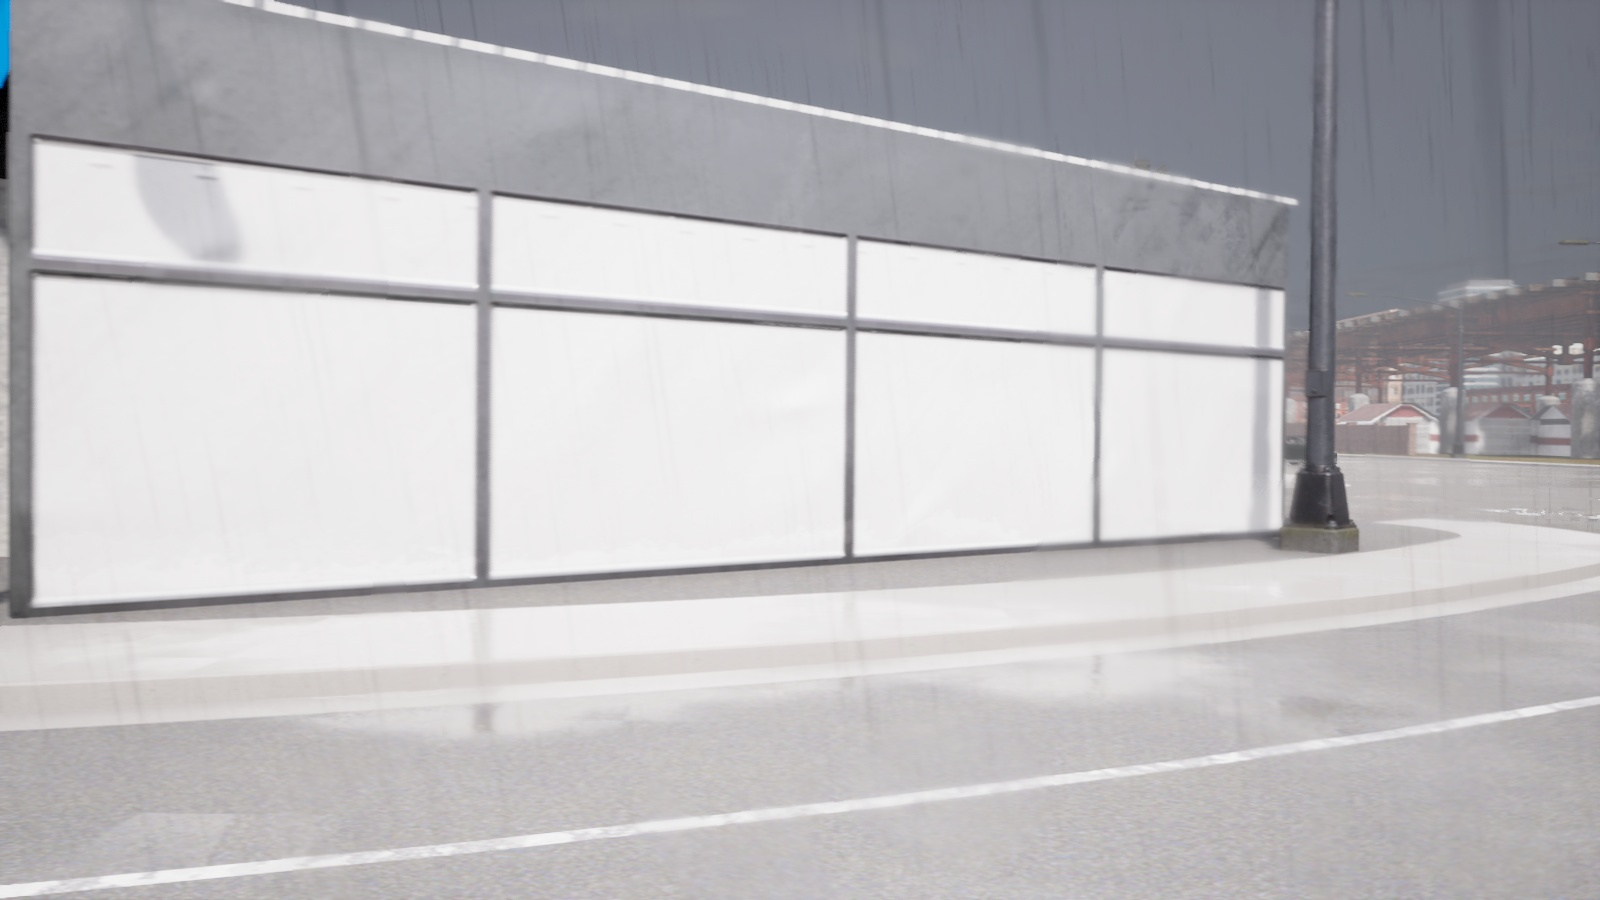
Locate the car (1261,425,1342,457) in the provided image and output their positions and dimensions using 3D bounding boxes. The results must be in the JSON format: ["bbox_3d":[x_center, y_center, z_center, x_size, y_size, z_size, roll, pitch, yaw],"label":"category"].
[{"bbox_3d":[25.304,-0.475,63.463,1.789,1.549,3.705,-1,1,-19],"label":"car"}]
